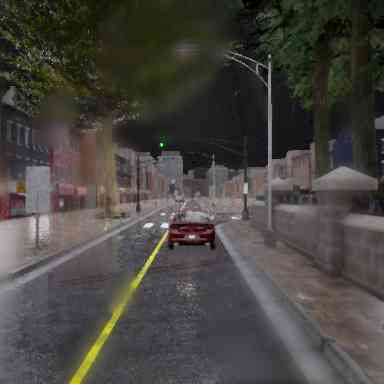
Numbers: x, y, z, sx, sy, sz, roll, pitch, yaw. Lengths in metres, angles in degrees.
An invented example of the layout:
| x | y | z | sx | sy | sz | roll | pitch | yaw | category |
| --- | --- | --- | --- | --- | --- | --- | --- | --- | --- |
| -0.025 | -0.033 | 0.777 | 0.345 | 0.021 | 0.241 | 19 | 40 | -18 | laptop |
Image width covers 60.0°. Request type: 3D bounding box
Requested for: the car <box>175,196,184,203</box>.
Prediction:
| x | y | z | sx | sy | sz | roll | pitch | yaw | category |
| --- | --- | --- | --- | --- | --- | --- | --- | --- | --- |
| -2.750 | 1.573 | 72.584 | 1.882 | 1.535 | 5.008 | 0 | 0 | 0 | car |

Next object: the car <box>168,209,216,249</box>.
| x | y | z | sx | sy | sz | roll | pitch | yaw | category |
| --- | --- | --- | --- | --- | --- | --- | --- | --- | --- |
| 0.000 | 1.489 | 14.651 | 1.882 | 1.535 | 5.008 | 0 | 0 | 0 | car |
